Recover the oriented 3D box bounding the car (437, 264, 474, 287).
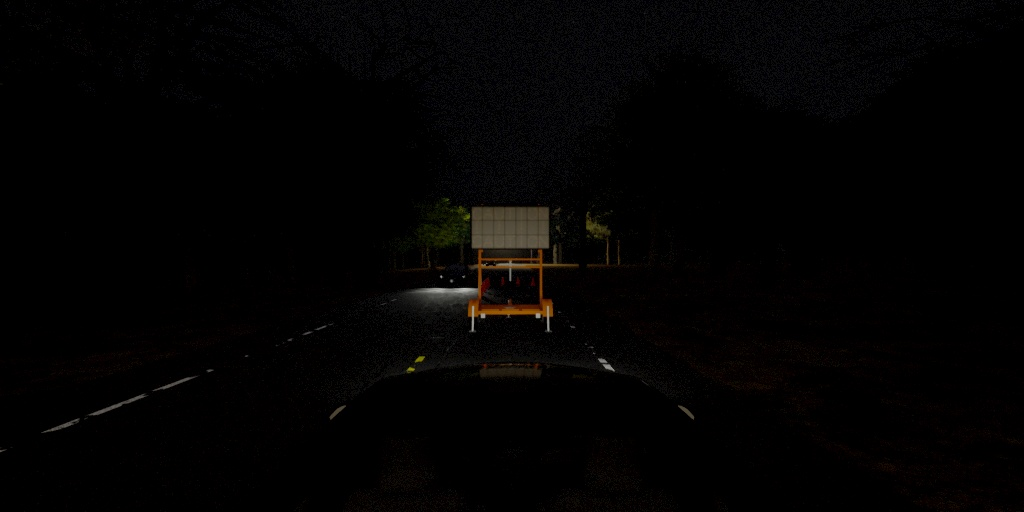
[{"bbox_3d":[-3.719,1.256,24.335,1.812,1.442,4.674,0,0,0],"label":"car"}]

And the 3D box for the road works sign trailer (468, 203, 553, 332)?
[{"bbox_3d":[-0.047,0.213,10.855,2.380,3.560,2.880,0,0,0],"label":"road works sign trailer"}]
